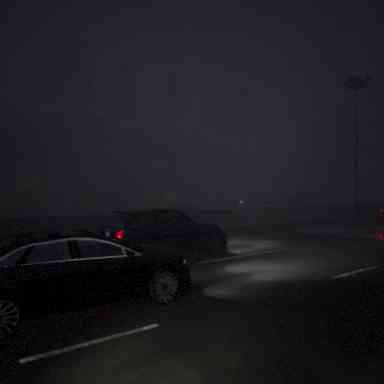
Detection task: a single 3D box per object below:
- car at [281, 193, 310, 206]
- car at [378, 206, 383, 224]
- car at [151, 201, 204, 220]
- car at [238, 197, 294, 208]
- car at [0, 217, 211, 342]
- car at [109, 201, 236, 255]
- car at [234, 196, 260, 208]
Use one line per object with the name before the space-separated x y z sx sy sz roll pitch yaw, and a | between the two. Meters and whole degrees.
car | 12.768 1.159 42.892 5.566 2.045 2.150 0 0 -34
car | 14.835 1.306 22.853 4.553 1.767 2.097 0 0 -35
car | -1.230 1.534 28.908 4.181 1.385 1.994 0 0 -35
car | 6.812 1.483 30.301 4.674 1.442 1.812 0 0 -35
car | -2.260 1.488 6.436 4.902 1.511 2.128 0 0 -36
car | -0.932 1.341 11.686 4.553 1.767 2.097 0 0 -36
car | 7.224 1.294 43.351 4.553 1.767 2.097 0 0 -34
